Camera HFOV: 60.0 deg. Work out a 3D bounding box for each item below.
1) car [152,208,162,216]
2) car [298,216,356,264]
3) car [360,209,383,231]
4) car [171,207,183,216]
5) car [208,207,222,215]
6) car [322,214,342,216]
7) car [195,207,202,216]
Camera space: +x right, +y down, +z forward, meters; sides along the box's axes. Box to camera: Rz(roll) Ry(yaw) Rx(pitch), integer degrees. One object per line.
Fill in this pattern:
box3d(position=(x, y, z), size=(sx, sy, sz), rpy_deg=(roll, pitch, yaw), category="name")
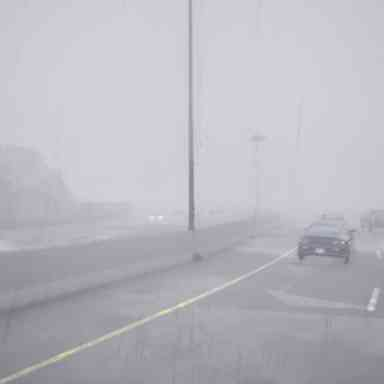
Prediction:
box3d(position=(-6.300, 3.567, 59.554), size=(1.895, 1.301, 4.718), rpy_deg=(0, -2, -7), category="car")
box3d(position=(5.611, 1.942, 13.702), size=(1.812, 1.442, 4.674), rpy_deg=(-1, -2, 29), category="car")
box3d(position=(14.854, 2.127, 26.526), size=(2.097, 1.767, 4.553), rpy_deg=(-1, -2, 18), category="car")
box3d(position=(-2.680, 3.388, 58.500), size=(1.882, 1.535, 5.008), rpy_deg=(0, -2, -6), category="car")
box3d(position=(4.147, 3.454, 60.324), size=(1.812, 1.442, 4.674), rpy_deg=(0, -2, -6), category="car")
box3d(position=(11.436, 2.420, 27.252), size=(1.895, 1.301, 4.718), rpy_deg=(-1, -2, 18), category="car")
box3d(position=(0.708, 3.452, 59.620), size=(1.812, 1.442, 4.674), rpy_deg=(0, -2, -6), category="car")
